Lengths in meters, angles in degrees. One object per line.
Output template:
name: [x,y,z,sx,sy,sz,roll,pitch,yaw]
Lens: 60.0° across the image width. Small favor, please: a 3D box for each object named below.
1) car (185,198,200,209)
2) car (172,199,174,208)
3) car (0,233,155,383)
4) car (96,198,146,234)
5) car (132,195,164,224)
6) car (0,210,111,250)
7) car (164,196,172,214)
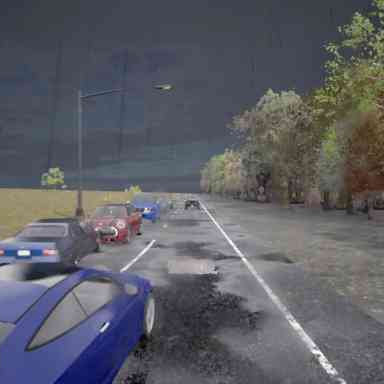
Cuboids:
car: [0.032,1.509,44.332,1.837,1.490,4.892,0,0,0]
car: [-3.622,1.356,45.274,2.097,1.767,4.553,0,0,0]
car: [-1.705,1.526,3.691,1.812,1.442,4.674,0,0,6]
car: [-3.687,1.356,15.610,2.097,1.767,4.553,0,0,1]
car: [-3.620,1.227,25.263,2.150,2.045,5.566,0,0,-1]
car: [-4.271,1.552,10.720,2.033,1.411,5.357,0,0,-3]
car: [-3.616,1.358,35.268,2.097,1.767,4.553,0,0,0]
